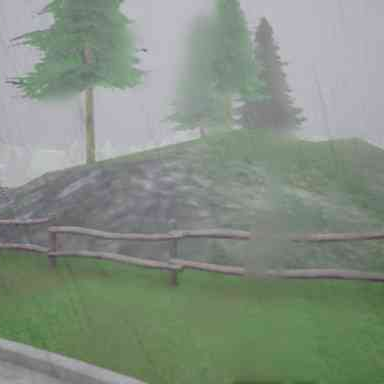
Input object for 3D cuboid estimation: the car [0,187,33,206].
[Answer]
[{"bbox_3d":[-19.622,0.536,34.320,2.150,2.045,5.566,0,2,14],"label":"car"}]
